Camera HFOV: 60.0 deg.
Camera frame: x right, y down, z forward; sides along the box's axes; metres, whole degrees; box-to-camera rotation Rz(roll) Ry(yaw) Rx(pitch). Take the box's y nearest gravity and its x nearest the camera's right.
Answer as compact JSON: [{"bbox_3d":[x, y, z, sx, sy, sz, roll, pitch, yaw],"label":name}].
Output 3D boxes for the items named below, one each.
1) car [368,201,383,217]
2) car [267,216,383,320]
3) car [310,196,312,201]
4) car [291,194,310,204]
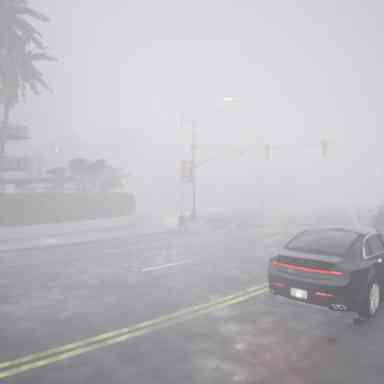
[{"bbox_3d":[12.236,1.514,20.688,1.837,1.490,4.892,0,0,26],"label":"car"},{"bbox_3d":[3.554,1.514,7.500,1.837,1.490,4.892,0,0,45],"label":"car"},{"bbox_3d":[23.472,1.471,70.379,2.185,1.767,4.553,0,0,24],"label":"car"},{"bbox_3d":[20.988,1.590,64.452,2.097,1.535,5.008,0,0,24],"label":"car"}]
